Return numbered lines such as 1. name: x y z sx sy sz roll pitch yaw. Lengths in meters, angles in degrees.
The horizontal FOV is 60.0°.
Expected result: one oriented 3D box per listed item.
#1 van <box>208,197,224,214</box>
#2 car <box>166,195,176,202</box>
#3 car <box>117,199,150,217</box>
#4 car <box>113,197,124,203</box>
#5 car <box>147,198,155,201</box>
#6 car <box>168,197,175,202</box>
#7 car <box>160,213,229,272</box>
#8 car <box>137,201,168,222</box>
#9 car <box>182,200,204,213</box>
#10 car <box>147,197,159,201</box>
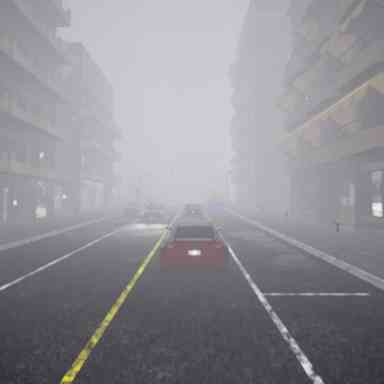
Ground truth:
1. van: 2.710 1.500 38.164 1.690 1.788 3.998 1 0 0
2. car: -5.670 1.800 87.258 1.967 1.590 4.097 1 0 0
3. car: -5.642 1.687 32.570 2.008 1.369 4.403 1 0 0
4. car: -16.488 1.794 71.838 4.097 1.590 1.967 0 -1 0
5. car: -5.642 1.741 38.111 1.802 1.307 4.206 1 0 0
6. car: -5.673 1.965 92.833 1.802 1.307 4.206 1 0 0
7. car: 0.081 1.611 10.961 1.994 1.385 4.181 0 0 0
8. car: -3.099 1.717 27.914 1.895 1.301 4.718 0 0 0
9. car: 0.096 1.670 29.433 2.033 1.411 5.357 0 0 0
10. car: -5.642 1.747 43.651 1.947 1.339 4.313 1 0 0
